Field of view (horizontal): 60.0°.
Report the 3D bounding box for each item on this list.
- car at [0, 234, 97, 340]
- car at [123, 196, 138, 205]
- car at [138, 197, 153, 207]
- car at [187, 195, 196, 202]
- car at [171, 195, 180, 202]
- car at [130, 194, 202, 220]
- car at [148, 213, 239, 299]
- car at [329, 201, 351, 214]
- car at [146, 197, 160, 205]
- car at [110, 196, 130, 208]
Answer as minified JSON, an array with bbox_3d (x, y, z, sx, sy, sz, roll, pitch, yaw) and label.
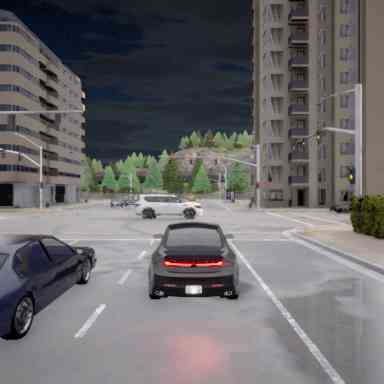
[{"bbox_3d":[-3.466,1.547,6.468,2.033,1.411,5.357,0,0,0],"label":"car"},{"bbox_3d":[-10.720,1.502,58.236,1.837,1.490,4.892,0,0,0],"label":"car"},{"bbox_3d":[-7.223,1.523,51.931,1.812,1.442,4.674,0,0,-1],"label":"car"},{"bbox_3d":[-0.183,1.474,73.808,1.882,1.535,5.008,0,0,0],"label":"car"},{"bbox_3d":[-3.683,1.496,73.801,1.837,1.490,4.892,0,0,0],"label":"car"},{"bbox_3d":[-1.927,1.220,27.491,5.566,2.045,2.150,0,0,0],"label":"car"},{"bbox_3d":[0.042,1.504,8.400,1.837,1.490,4.892,0,0,0],"label":"car"},{"bbox_3d":[17.258,1.545,34.548,5.357,1.411,2.033,0,0,0],"label":"car"},{"bbox_3d":[-7.222,1.561,61.844,1.994,1.385,4.181,0,0,0],"label":"car"},{"bbox_3d":[-10.719,1.489,48.962,2.128,1.511,4.902,0,0,0],"label":"car"}]
